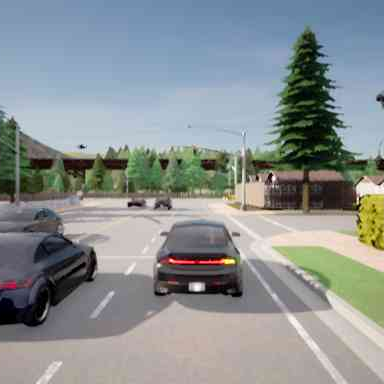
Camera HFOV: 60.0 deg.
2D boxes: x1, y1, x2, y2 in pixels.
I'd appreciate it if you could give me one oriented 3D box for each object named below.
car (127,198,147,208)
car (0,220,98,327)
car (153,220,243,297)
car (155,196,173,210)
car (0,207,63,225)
[{"bbox_3d":[-7.079,1.386,42.808,1.895,1.301,4.718,0,0,0],"label":"car"},{"bbox_3d":[-3.420,1.528,6.977,1.994,1.385,4.181,0,0,0],"label":"car"},{"bbox_3d":[0.193,1.462,8.463,1.837,1.490,4.892,0,0,2],"label":"car"},{"bbox_3d":[-3.411,1.303,40.103,1.837,1.490,4.892,0,0,0],"label":"car"},{"bbox_3d":[-7.104,1.433,14.204,1.837,1.490,4.892,0,0,0],"label":"car"}]
